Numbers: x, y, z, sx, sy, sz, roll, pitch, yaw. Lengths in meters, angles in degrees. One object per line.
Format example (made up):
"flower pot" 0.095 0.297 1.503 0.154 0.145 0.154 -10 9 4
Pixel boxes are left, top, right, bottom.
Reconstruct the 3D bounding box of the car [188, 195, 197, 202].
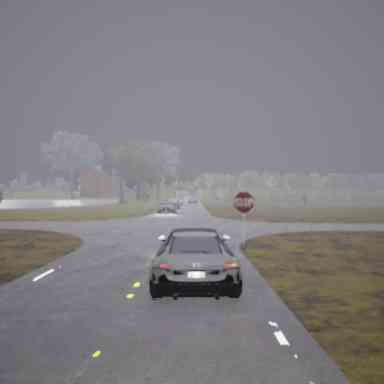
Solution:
"car" 0.186 1.502 79.495 2.097 1.767 4.553 0 0 0

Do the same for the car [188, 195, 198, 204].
"car" 0.163 1.840 69.483 1.994 1.385 4.181 0 0 0

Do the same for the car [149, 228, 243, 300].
"car" 0.061 1.608 8.544 1.994 1.385 4.181 0 0 -1

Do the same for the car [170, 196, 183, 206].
"car" -2.670 1.605 59.914 2.097 1.767 4.553 0 0 1

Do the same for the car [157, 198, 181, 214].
"car" -2.743 1.735 38.119 1.994 1.385 4.181 0 0 2

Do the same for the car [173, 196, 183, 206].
"car" -2.715 1.687 48.241 1.882 1.535 5.008 0 0 0
